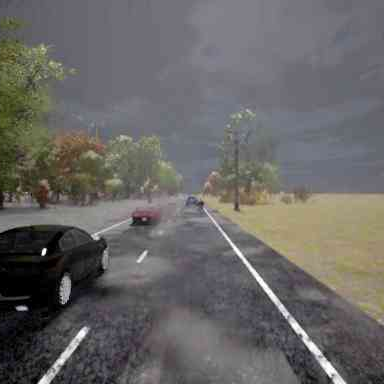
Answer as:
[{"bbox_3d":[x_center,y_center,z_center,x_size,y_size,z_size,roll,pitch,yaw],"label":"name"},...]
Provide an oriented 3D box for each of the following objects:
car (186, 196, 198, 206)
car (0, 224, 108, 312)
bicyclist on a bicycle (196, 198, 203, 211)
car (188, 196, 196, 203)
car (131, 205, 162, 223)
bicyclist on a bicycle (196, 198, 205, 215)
[{"bbox_3d":[0.020,1.520,59.565,2.097,1.767,4.553,0,0,0],"label":"car"},{"bbox_3d":[-3.399,1.500,7.891,1.882,1.535,5.008,0,0,0],"label":"car"},{"bbox_3d":[0.985,1.556,42.532,0.866,1.612,1.509,0,0,0],"label":"bicyclist on a bicycle"},{"bbox_3d":[0.007,1.718,76.311,1.837,1.490,4.892,0,0,0],"label":"car"},{"bbox_3d":[-3.397,1.674,25.988,1.895,1.301,4.718,0,0,0],"label":"car"},{"bbox_3d":[0.968,1.464,33.311,0.659,1.776,1.843,0,0,0],"label":"bicyclist on a bicycle"}]
